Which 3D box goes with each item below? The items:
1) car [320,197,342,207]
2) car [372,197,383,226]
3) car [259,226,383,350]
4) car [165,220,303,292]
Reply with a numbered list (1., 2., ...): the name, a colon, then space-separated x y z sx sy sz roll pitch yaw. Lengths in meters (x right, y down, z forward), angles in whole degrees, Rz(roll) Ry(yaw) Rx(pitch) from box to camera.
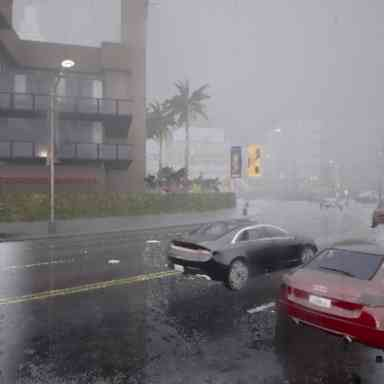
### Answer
1. car: 16.073 1.317 38.627 1.812 1.442 4.674 0 0 10
2. car: 13.666 1.431 22.808 2.097 1.767 4.553 0 0 32
3. car: 3.429 1.586 6.173 4.181 1.385 1.994 0 0 -39
4. car: 1.563 1.527 9.140 4.902 1.511 2.128 0 0 -40
